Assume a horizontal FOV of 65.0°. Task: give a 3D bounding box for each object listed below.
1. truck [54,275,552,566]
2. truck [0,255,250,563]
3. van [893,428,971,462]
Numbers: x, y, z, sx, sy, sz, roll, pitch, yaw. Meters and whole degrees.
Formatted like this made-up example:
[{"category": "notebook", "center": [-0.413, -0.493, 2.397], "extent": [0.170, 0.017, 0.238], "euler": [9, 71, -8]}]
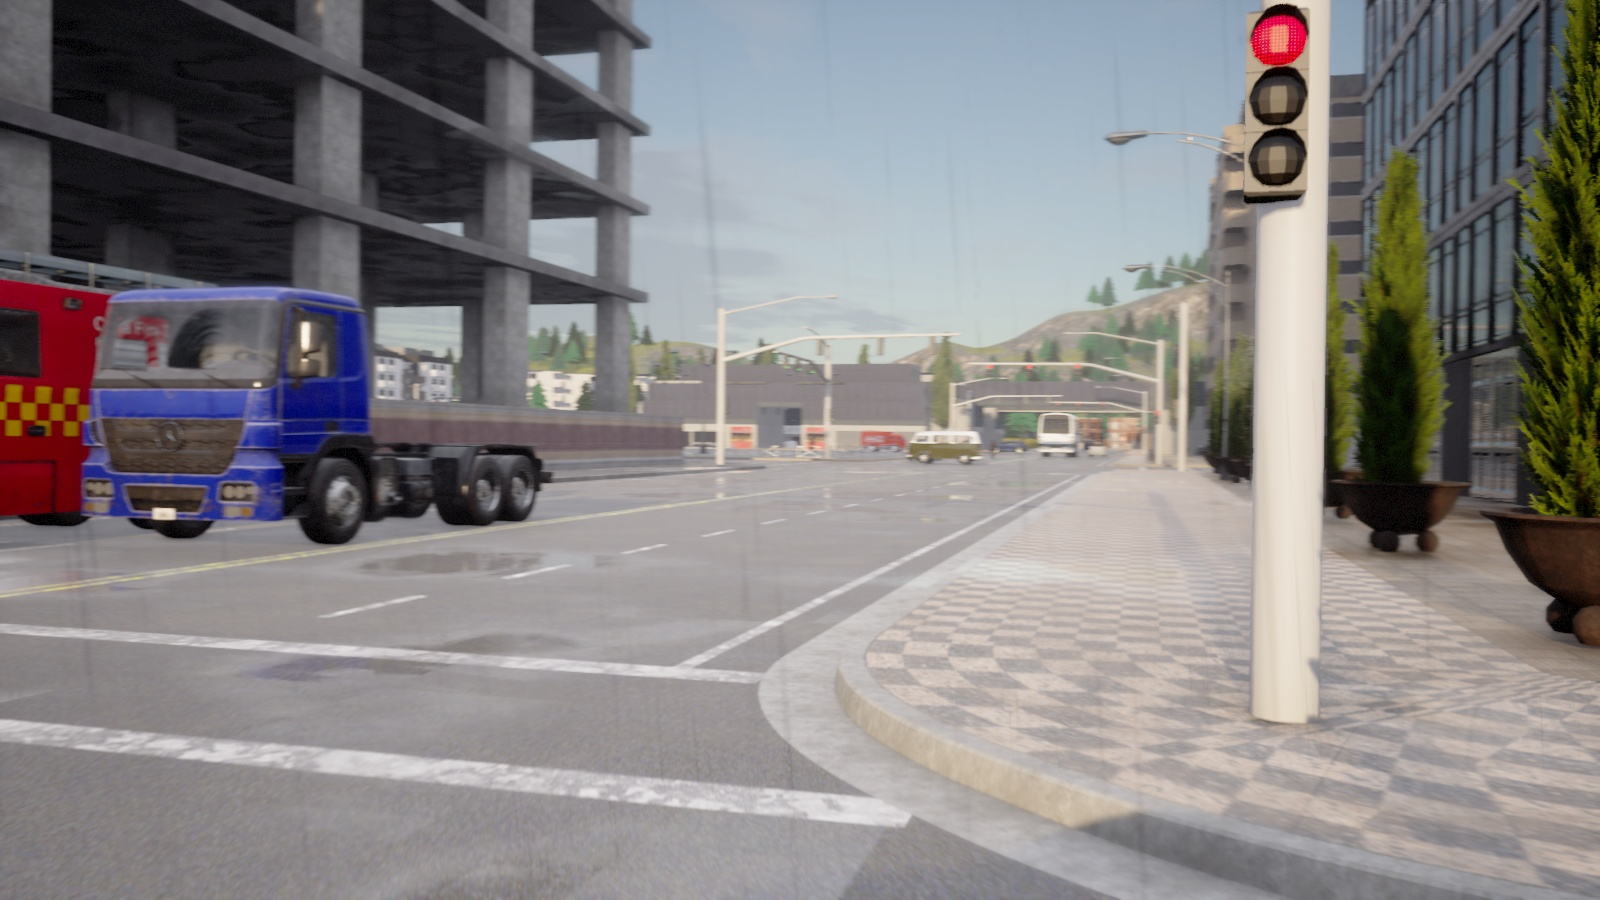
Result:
[{"category": "truck", "center": [-6.882, -0.380, 19.132], "extent": [2.891, 3.462, 7.936], "euler": [0, 1, 15]}, {"category": "truck", "center": [-11.253, -0.513, 16.269], "extent": [2.891, 3.827, 8.468], "euler": [0, 1, 15]}, {"category": "van", "center": [8.042, -0.293, 76.306], "extent": [4.480, 2.038, 2.069], "euler": [0, 0, 14]}]
